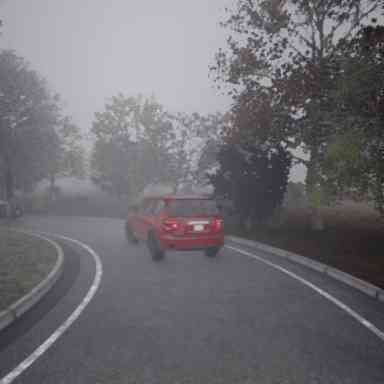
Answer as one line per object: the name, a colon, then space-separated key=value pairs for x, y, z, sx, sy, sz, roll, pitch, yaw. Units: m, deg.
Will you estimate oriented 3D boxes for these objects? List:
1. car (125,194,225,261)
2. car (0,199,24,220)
car: x=-0.838 y=1.091 z=12.118 sx=2.150 sy=2.045 sz=5.566 roll=0 pitch=1 yaw=-23
car: x=-13.547 y=1.130 z=21.767 sx=5.008 sy=1.535 sz=1.882 roll=1 pitch=1 yaw=11
